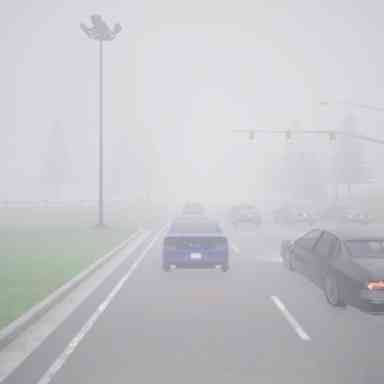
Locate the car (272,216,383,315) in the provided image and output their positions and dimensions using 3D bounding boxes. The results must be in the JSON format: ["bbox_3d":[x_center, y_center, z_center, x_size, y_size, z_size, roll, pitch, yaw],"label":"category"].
[{"bbox_3d":[3.601,1.548,7.814,2.033,1.411,5.357,0,0,0],"label":"car"}]

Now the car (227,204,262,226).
[{"bbox_3d":[3.597,1.550,23.423,2.033,1.411,5.357,0,0,0],"label":"car"}]

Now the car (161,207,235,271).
[{"bbox_3d":[0.099,1.479,10.967,1.882,1.535,5.008,0,0,0],"label":"car"}]

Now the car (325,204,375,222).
[{"bbox_3d":[10.599,1.550,23.293,2.033,1.411,5.357,0,0,0],"label":"car"}]

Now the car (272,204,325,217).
[{"bbox_3d":[7.097,1.550,23.420,2.033,1.411,5.357,0,0,0],"label":"car"}]

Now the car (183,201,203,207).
[{"bbox_3d":[0.098,1.567,32.455,1.994,1.385,4.181,0,0,0],"label":"car"}]
